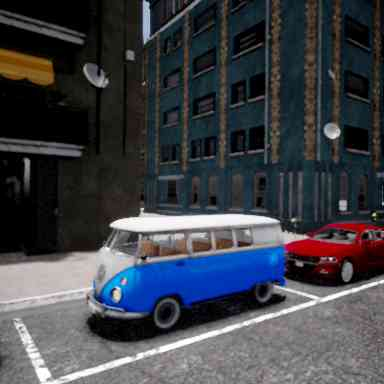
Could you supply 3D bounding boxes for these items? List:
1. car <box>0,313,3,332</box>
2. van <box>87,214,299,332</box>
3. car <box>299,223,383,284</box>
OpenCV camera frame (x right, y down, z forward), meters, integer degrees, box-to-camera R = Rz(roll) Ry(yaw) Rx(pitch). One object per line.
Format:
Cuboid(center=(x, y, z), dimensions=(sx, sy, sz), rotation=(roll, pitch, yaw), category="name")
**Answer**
Cuboid(center=(-4.398, 1.552, 3.412), dimensions=(4.313, 1.339, 1.947), rotation=(1, 0, -36), category="car")
Cuboid(center=(0.099, 1.375, 6.622), dimensions=(3.998, 1.788, 1.690), rotation=(1, 0, -36), category="van")
Cuboid(center=(4.591, 1.626, 9.833), dimensions=(4.507, 1.381, 1.887), rotation=(1, 0, -36), category="car")
